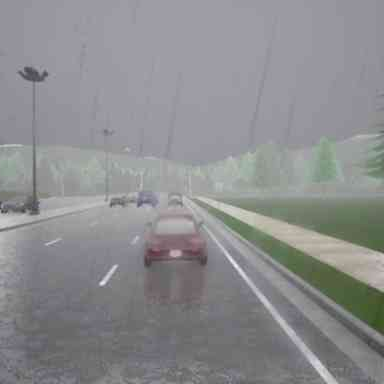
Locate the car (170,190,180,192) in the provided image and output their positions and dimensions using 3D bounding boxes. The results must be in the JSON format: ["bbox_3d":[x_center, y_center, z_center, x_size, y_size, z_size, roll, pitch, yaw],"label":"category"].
[{"bbox_3d":[-2.667,0.719,52.376,2.150,2.045,5.566,0,1,-3],"label":"car"}]

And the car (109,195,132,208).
[{"bbox_3d":[-9.130,1.138,41.909,1.837,1.490,4.892,0,1,-3],"label":"car"}]

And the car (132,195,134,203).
[{"bbox_3d":[-9.662,1.099,52.141,1.994,1.385,4.181,0,1,-3],"label":"car"}]

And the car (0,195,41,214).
[{"bbox_3d":[-16.666,1.114,32.623,2.097,1.767,4.553,0,1,-3],"label":"car"}]

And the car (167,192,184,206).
[{"bbox_3d":[-2.143,1.119,42.336,1.812,1.442,4.674,0,1,-3],"label":"car"}]

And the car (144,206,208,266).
[{"bbox_3d":[-0.539,1.419,11.001,1.812,1.442,4.674,0,1,-3],"label":"car"}]

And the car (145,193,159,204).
[{"bbox_3d":[-6.163,0.994,52.243,1.882,1.535,5.008,0,1,-3],"label":"car"}]

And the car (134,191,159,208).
[{"bbox_3d":[-5.623,0.838,41.821,2.150,2.045,5.566,0,1,-3],"label":"car"}]
